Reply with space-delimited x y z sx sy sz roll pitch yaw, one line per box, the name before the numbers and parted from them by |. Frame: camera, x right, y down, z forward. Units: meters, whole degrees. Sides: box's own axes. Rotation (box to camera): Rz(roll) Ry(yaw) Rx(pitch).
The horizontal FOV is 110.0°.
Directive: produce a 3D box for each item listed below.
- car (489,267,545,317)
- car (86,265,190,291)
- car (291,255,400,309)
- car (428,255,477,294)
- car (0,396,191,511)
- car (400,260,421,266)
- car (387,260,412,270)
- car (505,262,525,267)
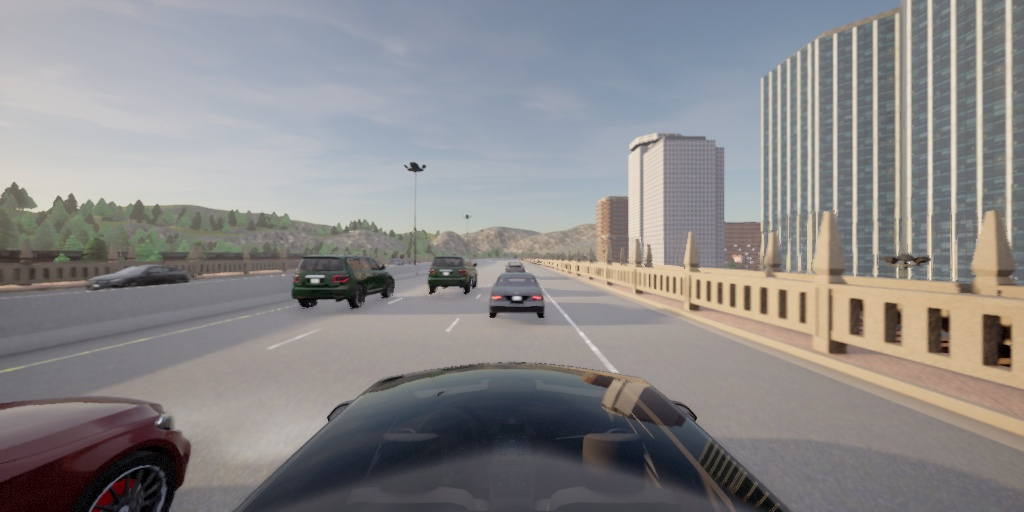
car | 0.159 1.303 13.140 2.033 1.411 5.357 0 0 0
car | -20.980 1.246 20.428 1.812 1.442 4.674 0 0 0
car | -6.827 0.964 15.143 2.150 2.045 5.566 0 0 0
car | -3.294 0.979 20.671 2.150 2.045 5.566 0 0 0
car | -3.356 1.268 0.758 1.812 1.442 4.674 0 0 -1
car | -13.734 1.410 49.429 1.895 1.301 4.718 0 0 1
car | -17.185 1.317 54.991 2.128 1.511 4.902 0 0 0
car | 0.290 1.284 34.377 2.128 1.511 4.902 0 0 0
